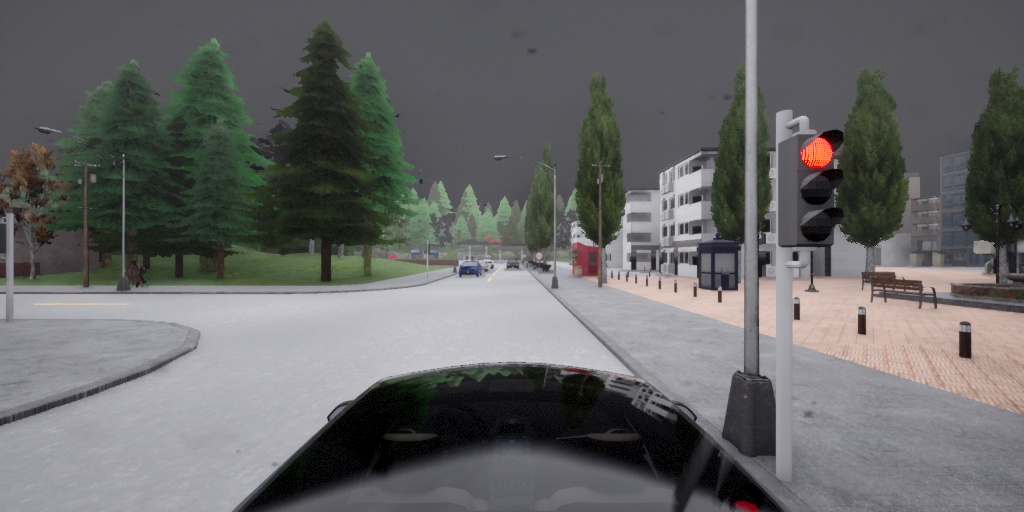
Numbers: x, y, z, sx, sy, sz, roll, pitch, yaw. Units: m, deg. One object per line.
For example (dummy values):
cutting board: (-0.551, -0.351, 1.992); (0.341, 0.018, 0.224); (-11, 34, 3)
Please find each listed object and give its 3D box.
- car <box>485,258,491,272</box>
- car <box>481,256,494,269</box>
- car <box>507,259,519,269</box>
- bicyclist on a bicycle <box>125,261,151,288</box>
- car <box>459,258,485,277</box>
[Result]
car: (-4.070, 1.276, 45.989); (1.812, 1.442, 4.674); (0, 0, 0)
car: (-4.025, 0.971, 56.389); (2.150, 2.045, 5.566); (0, 0, 0)
car: (0.138, 1.350, 57.285); (1.895, 1.301, 4.718); (0, 0, 0)
bicyclist on a bicycle: (-22.137, 1.099, 21.137); (0.582, 1.620, 1.656); (0, 0, 0)
car: (-4.089, 1.228, 35.828); (1.882, 1.535, 5.008); (0, 0, 0)
